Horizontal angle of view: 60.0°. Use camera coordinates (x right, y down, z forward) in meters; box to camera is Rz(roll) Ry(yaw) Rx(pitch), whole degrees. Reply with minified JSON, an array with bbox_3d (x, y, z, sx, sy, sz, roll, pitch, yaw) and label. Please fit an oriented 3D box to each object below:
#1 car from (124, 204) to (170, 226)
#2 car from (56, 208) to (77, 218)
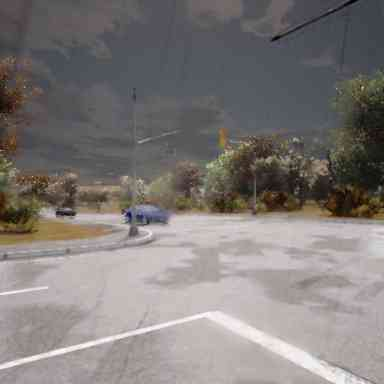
[{"bbox_3d":[-3.490,1.710,25.292,1.882,1.535,5.008,1,-1,-34],"label":"car"},{"bbox_3d":[-17.622,2.895,46.531,1.895,1.301,4.718,1,-3,-34],"label":"car"}]
